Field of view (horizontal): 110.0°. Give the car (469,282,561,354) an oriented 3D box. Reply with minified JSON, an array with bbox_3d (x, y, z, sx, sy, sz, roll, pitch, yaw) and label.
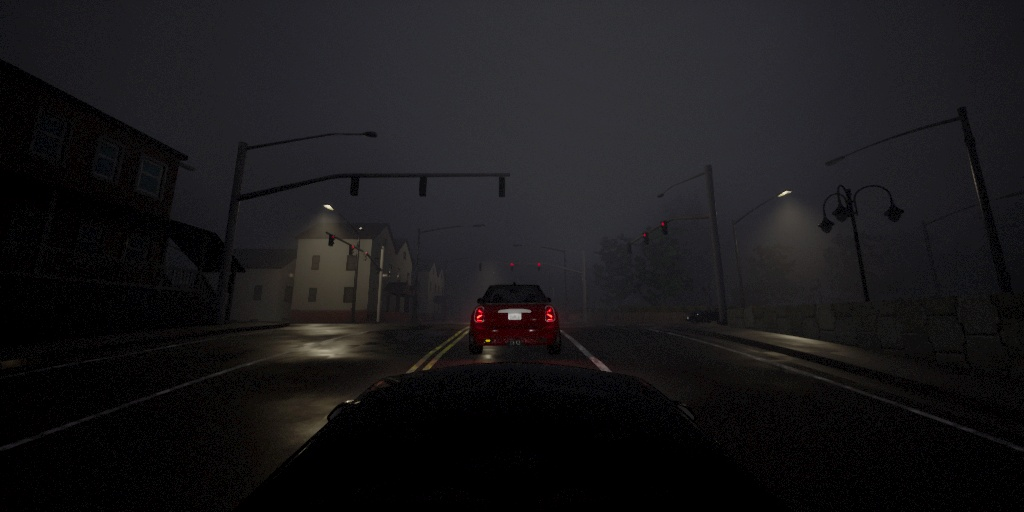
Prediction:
[{"bbox_3d":[0.063,1.562,10.041,2.097,1.767,4.553,-1,-6,0],"label":"car"}]

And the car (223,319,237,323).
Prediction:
[{"bbox_3d":[-19.887,5.147,24.883,5.008,1.535,1.882,-9,-10,0],"label":"car"}]

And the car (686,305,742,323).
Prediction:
[{"bbox_3d":[16.315,4.615,28.267,4.902,1.511,2.128,0,-10,1],"label":"car"}]
